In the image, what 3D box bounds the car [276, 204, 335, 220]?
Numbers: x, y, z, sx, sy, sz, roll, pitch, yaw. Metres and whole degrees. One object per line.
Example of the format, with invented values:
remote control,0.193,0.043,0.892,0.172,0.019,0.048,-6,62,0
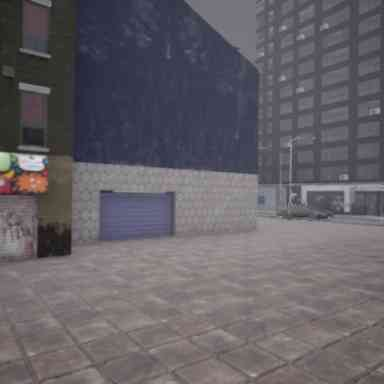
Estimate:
car,10.489,1.871,31.221,2.033,1.411,5.357,1,-1,-36
